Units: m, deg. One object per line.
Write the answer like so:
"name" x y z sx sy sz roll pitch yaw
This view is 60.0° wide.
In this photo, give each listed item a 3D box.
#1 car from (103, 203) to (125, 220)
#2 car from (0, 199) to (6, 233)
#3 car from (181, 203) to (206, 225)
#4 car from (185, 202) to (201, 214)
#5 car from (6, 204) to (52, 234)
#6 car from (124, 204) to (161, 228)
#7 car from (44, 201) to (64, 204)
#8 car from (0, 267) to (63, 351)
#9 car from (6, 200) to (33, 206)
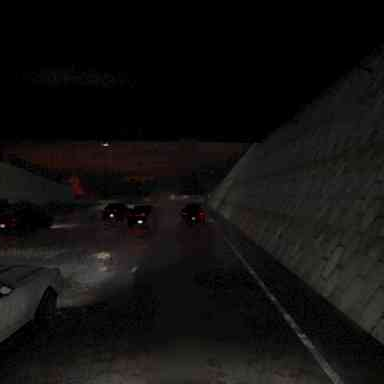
"car" -6.892 1.777 30.972 1.837 1.490 4.892 0 0 0
"car" -6.895 1.288 7.489 2.150 2.045 5.566 0 0 0
"car" 0.098 1.757 26.205 1.812 1.442 4.674 0 -1 0
"car" 0.104 1.966 41.468 1.895 1.301 4.718 0 0 0
"car" -10.403 1.708 20.657 1.812 1.442 4.674 0 -1 0
"car" -3.389 1.718 24.191 1.837 1.490 4.892 0 -1 0
"car" -21.022 1.987 50.038 2.033 1.411 5.357 0 -1 0
"car" -3.398 1.639 4.283 1.895 1.301 4.718 0 -1 0
"car" -24.540 1.947 48.028 1.812 1.442 4.674 0 -1 0
